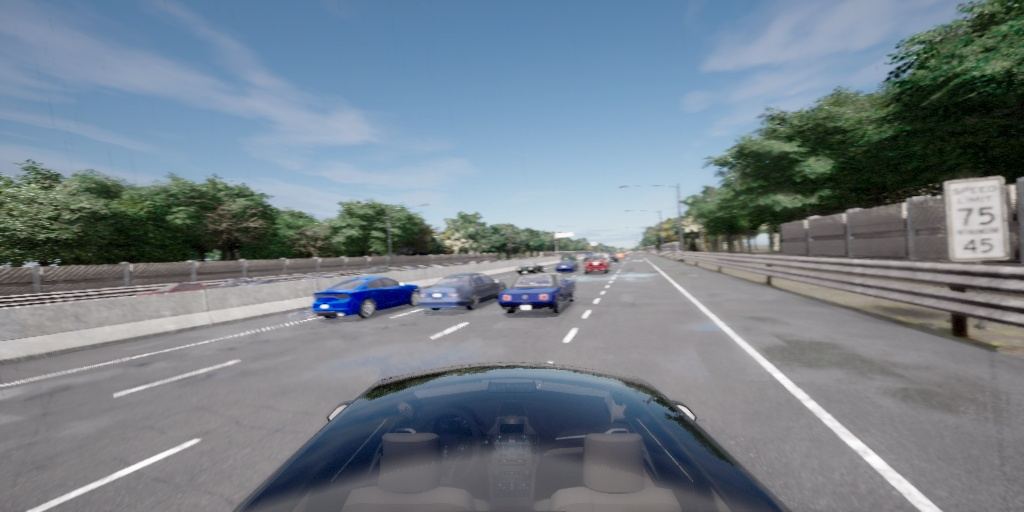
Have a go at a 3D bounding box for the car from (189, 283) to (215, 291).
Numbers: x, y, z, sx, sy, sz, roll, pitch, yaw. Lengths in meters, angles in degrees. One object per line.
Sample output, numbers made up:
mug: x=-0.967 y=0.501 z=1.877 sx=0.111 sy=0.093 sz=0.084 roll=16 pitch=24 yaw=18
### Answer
car: x=-20.239 y=2.453 z=26.658 sx=2.128 sy=1.511 sz=4.902 roll=-3 pitch=0 yaw=19

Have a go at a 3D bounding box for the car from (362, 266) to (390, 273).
car: x=-17.330 y=2.164 z=45.731 sx=2.097 sy=1.767 sz=4.553 roll=-3 pitch=0 yaw=19

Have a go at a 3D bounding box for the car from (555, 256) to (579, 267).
car: x=5.833 y=1.014 z=37.810 sx=1.994 sy=1.385 sz=4.181 roll=-3 pitch=0 yaw=19

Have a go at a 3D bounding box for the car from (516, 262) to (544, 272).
car: x=1.993 y=1.274 z=37.370 sx=1.895 sy=1.301 sz=4.718 roll=-3 pitch=0 yaw=19

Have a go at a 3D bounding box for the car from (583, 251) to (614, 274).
car: x=8.008 y=0.667 z=33.405 sx=2.097 sy=1.767 sz=4.553 roll=-3 pitch=0 yaw=19

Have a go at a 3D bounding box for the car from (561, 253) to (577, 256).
car: x=9.371 y=0.509 z=59.120 sx=2.150 sy=2.045 sz=5.566 roll=-3 pitch=0 yaw=19

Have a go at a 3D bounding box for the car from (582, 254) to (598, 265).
car: x=12.670 y=0.571 z=57.927 sx=1.882 sy=1.535 sz=5.008 roll=-3 pitch=0 yaw=19

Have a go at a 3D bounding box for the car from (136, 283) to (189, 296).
car: x=-24.189 y=2.716 z=25.922 sx=1.812 sy=1.442 sz=4.674 roll=-3 pitch=0 yaw=19

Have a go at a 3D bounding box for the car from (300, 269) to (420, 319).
car: x=-5.737 y=1.577 z=14.864 sx=1.882 sy=1.535 sz=5.008 roll=-3 pitch=0 yaw=19

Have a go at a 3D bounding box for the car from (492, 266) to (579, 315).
car: x=1.155 y=1.295 z=13.382 sx=1.895 sy=1.301 sz=4.718 roll=-3 pitch=0 yaw=19

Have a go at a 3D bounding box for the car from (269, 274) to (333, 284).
car: x=-13.488 y=2.056 z=24.802 sx=2.128 sy=1.511 sz=4.902 roll=-3 pitch=0 yaw=19

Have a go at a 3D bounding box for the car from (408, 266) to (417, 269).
car: x=-12.994 y=2.111 z=47.578 sx=2.033 sy=1.411 sz=5.357 roll=-3 pitch=0 yaw=19

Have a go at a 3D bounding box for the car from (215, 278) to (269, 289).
car: x=-17.226 y=2.346 z=24.674 sx=1.994 sy=1.385 sz=4.181 roll=-3 pitch=0 yaw=19

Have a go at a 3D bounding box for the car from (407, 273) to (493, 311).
car: x=-1.881 y=1.421 z=15.308 sx=2.033 sy=1.411 sz=5.357 roll=-3 pitch=0 yaw=19

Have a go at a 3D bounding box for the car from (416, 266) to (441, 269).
car: x=-9.781 y=1.975 z=46.173 sx=1.895 sy=1.301 sz=4.718 roll=-3 pitch=0 yaw=19

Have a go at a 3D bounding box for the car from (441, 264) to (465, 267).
car: x=-6.557 y=1.748 z=44.815 sx=1.994 sy=1.385 sz=4.181 roll=-3 pitch=0 yaw=19

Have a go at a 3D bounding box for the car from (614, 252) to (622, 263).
car: x=15.966 y=0.425 z=56.757 sx=1.812 sy=1.442 sz=4.674 roll=-3 pitch=0 yaw=19
